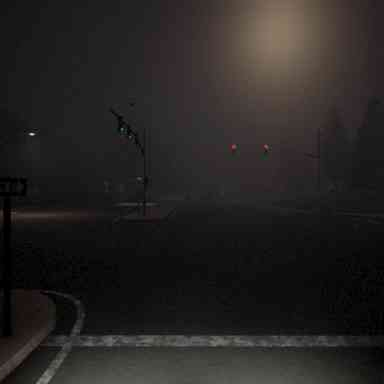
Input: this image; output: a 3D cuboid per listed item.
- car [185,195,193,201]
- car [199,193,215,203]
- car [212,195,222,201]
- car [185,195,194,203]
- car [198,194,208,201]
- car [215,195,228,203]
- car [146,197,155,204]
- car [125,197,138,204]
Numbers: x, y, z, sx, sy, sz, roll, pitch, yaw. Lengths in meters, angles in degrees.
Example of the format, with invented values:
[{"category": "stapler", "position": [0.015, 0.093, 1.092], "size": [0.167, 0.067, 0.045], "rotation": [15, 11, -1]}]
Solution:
[{"category": "car", "position": [-0.750, 1.505, 83.492], "size": [1.994, 1.385, 4.181], "rotation": [0, 0, -1]}, {"category": "car", "position": [2.980, 1.225, 68.981], "size": [2.150, 2.045, 5.566], "rotation": [0, 0, -1]}, {"category": "car", "position": [6.249, 1.482, 83.610], "size": [2.128, 1.511, 4.902], "rotation": [0, 0, -1]}, {"category": "car", "position": [-0.542, 1.478, 70.644], "size": [1.882, 1.535, 5.008], "rotation": [0, 0, -1]}, {"category": "car", "position": [2.749, 1.319, 83.541], "size": [2.097, 1.767, 4.553], "rotation": [0, 0, -1]}, {"category": "car", "position": [6.462, 1.525, 70.272], "size": [1.812, 1.442, 4.674], "rotation": [0, 0, -1]}, {"category": "car", "position": [-8.503, 1.600, 65.966], "size": [1.895, 1.301, 4.718], "rotation": [0, 0, 0]}, {"category": "car", "position": [-11.998, 1.600, 65.899], "size": [1.895, 1.301, 4.718], "rotation": [0, 0, 0]}]
